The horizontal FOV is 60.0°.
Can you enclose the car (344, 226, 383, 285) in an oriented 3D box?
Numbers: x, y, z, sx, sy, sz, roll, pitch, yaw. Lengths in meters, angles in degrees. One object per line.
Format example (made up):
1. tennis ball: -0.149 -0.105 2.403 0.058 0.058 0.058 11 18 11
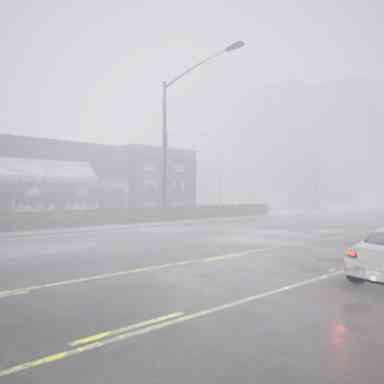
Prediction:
1. car: 5.550 1.532 8.297 4.674 1.442 1.812 0 0 -38
